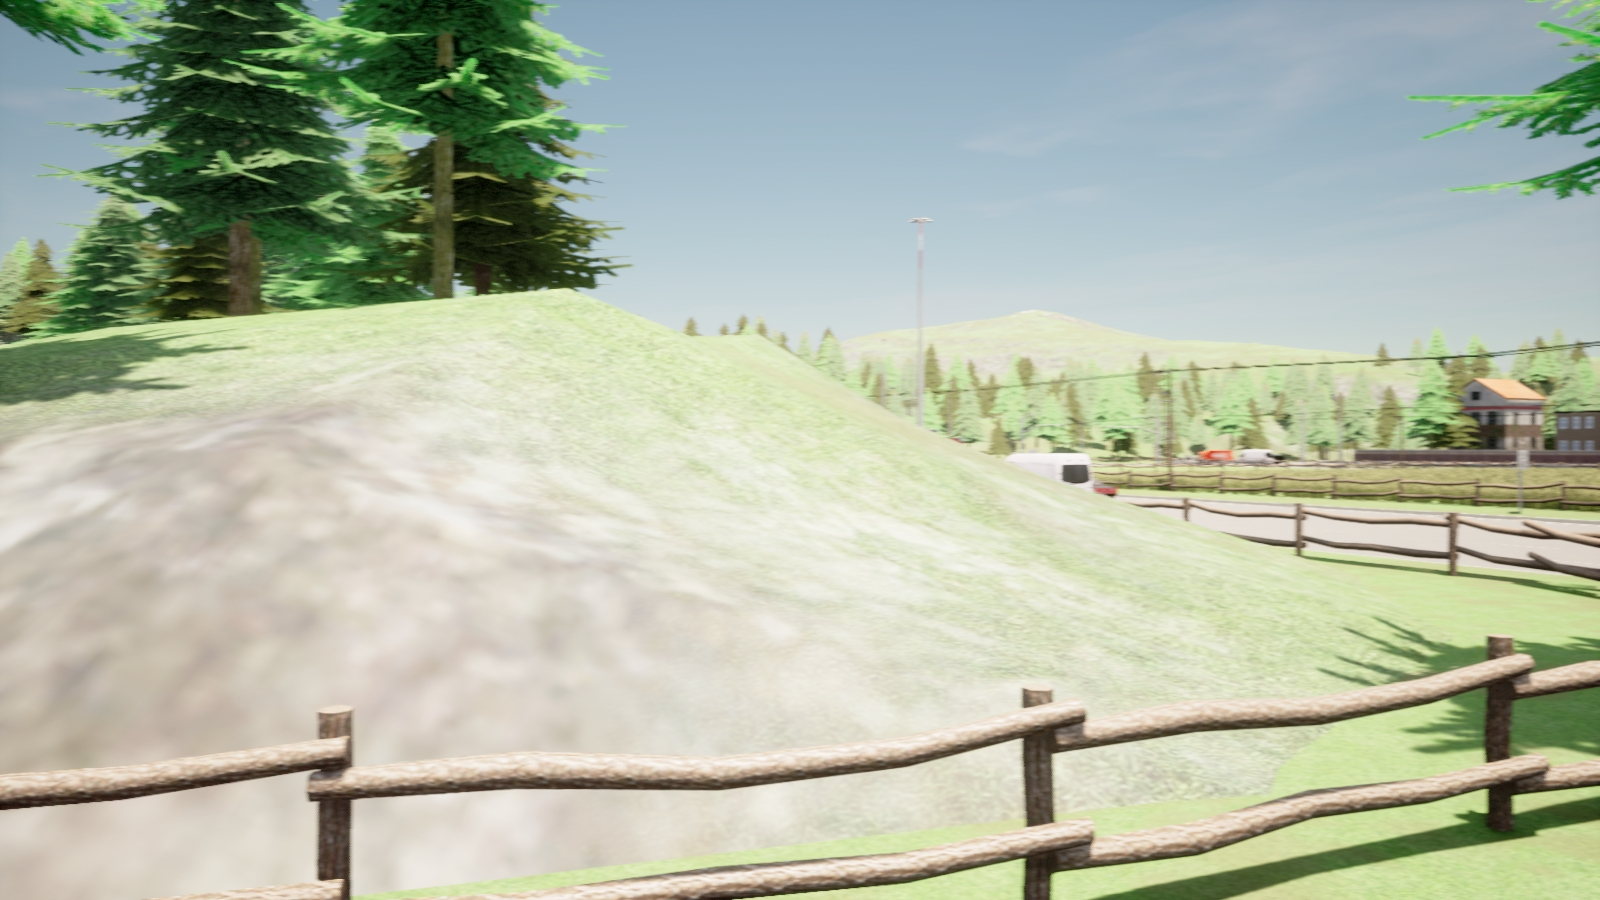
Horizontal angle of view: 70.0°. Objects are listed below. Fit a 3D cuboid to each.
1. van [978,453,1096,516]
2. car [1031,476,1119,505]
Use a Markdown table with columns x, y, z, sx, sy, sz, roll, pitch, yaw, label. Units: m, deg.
| x | y | z | sx | sy | sz | roll | pitch | yaw | label |
| --- | --- | --- | --- | --- | --- | --- | --- | --- | --- |
| 10.389 | 1.440 | 50.612 | 1.988 | 2.561 | 5.915 | 0 | 0 | -25 | van |
| 14.173 | 2.047 | 59.071 | 1.895 | 1.301 | 4.718 | 0 | 0 | -25 | car |
